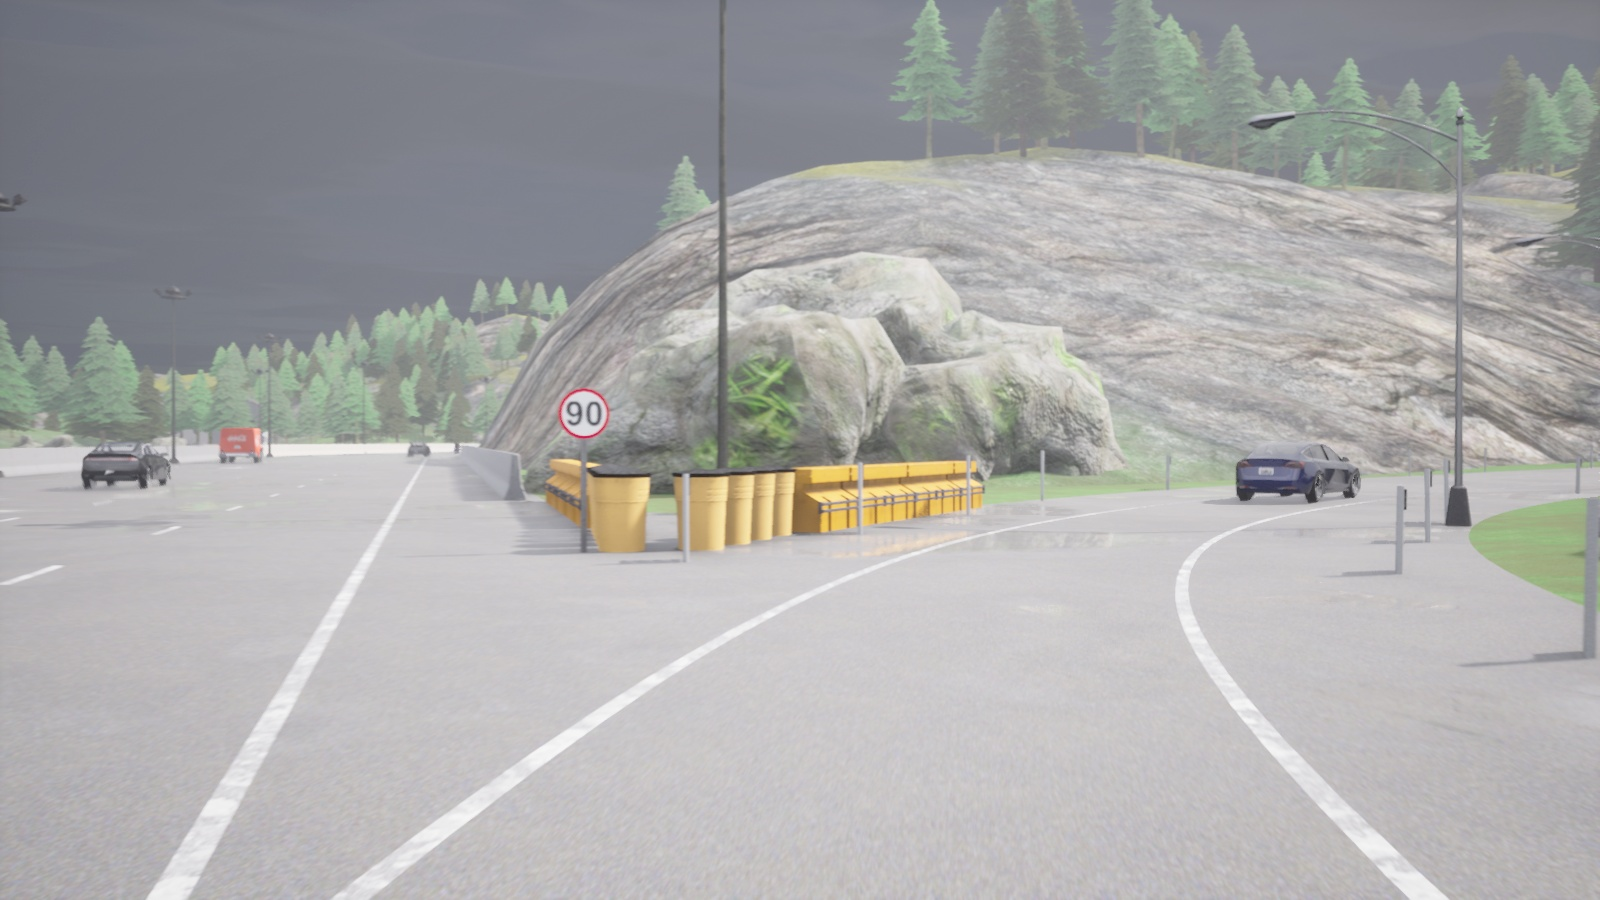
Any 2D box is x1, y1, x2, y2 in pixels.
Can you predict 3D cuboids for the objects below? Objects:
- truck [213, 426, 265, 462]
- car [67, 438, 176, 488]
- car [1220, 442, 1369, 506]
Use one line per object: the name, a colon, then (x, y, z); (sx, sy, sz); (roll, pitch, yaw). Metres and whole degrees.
truck: (-39.481, -0.407, 88.516); (2.627, 2.467, 5.204); (0, 0, -16)
car: (-21.906, 0.388, 40.744); (2.128, 1.511, 4.902); (0, 0, -16)
car: (12.738, 0.539, 32.147); (2.163, 1.488, 4.792); (0, 1, 40)
